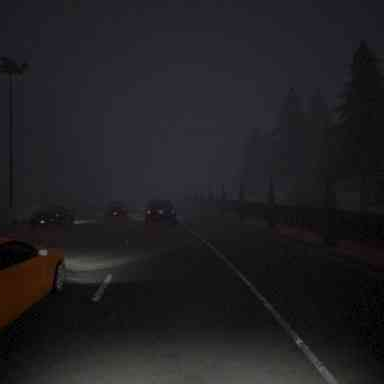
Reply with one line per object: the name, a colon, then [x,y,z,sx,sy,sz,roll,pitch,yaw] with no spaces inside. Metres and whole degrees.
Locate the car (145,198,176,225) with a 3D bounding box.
car: [-2.327,1.359,24.044,2.097,1.767,4.553,0,0,-7]

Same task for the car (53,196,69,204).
car: [-25.765,1.552,65.672,1.882,1.535,5.008,0,0,-8]

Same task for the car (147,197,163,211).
car: [-4.734,1.494,41.820,1.882,1.535,5.008,0,0,-8]

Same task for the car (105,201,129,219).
car: [-6.563,1.546,29.242,1.812,1.442,4.674,0,0,-8]

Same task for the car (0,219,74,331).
car: [-3.754,1.488,5.680,1.882,1.535,5.008,0,0,-3]

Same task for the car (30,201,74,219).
car: [-9.073,1.552,21.764,1.812,1.442,4.674,0,0,-8]
